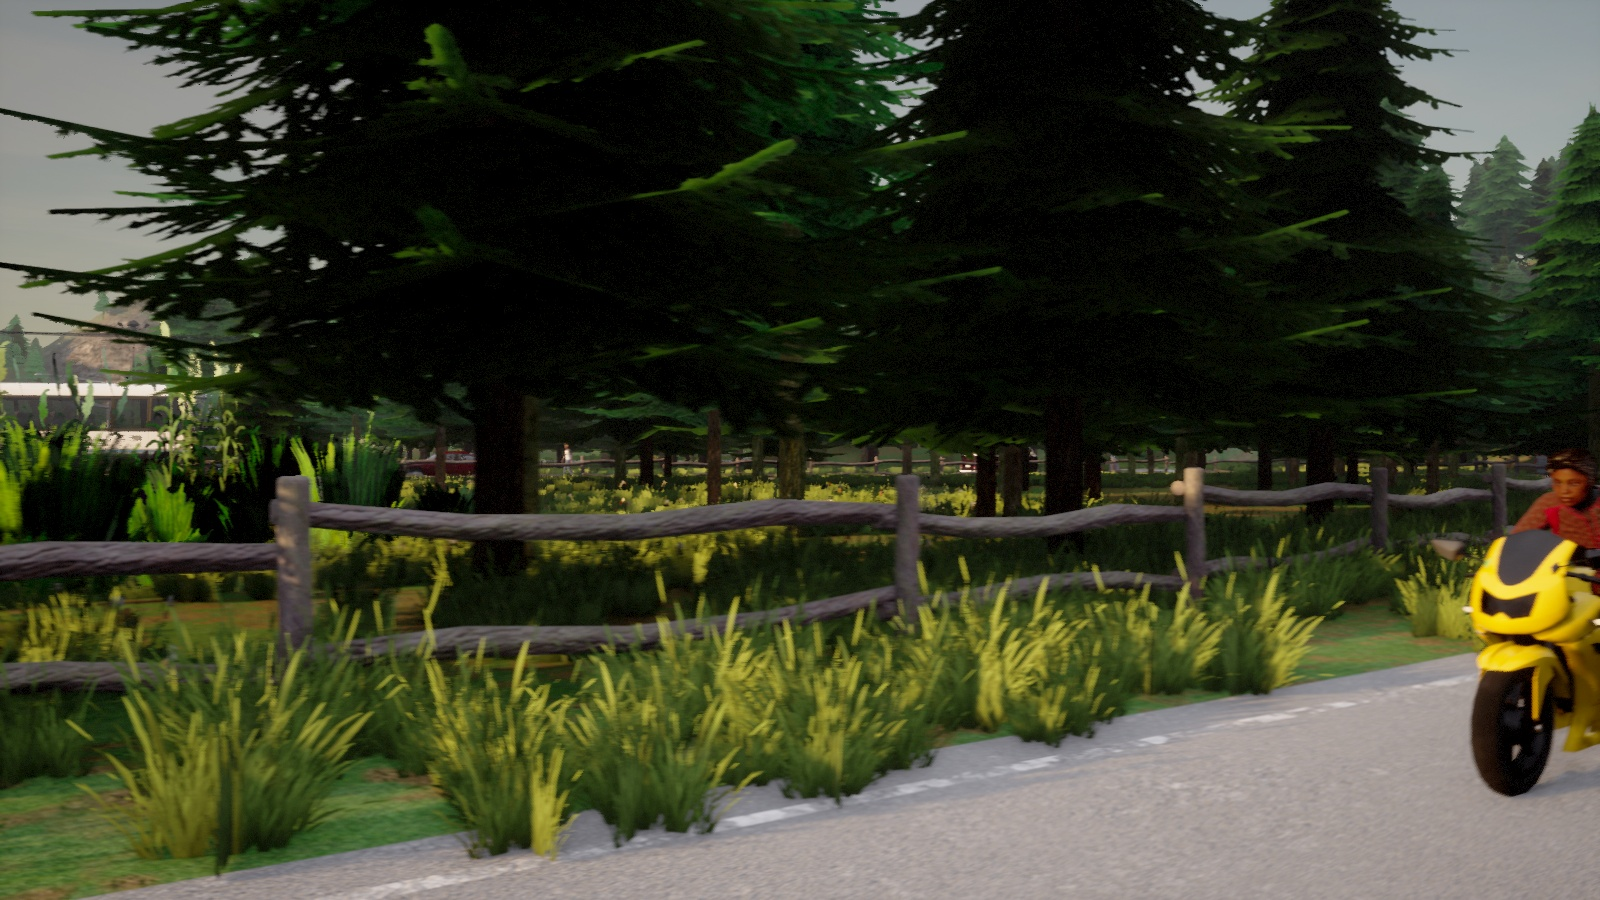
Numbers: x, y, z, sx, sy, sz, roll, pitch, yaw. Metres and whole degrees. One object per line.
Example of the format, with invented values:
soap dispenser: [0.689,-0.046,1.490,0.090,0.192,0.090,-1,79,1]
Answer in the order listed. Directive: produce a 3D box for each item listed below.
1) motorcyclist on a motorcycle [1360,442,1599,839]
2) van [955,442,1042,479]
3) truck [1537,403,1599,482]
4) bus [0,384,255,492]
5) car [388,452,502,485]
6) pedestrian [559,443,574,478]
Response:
motorcyclist on a motorcycle: [3.509,0.733,5.743,2.044,1.523,0.797,0,0,-36]
van: [11.215,0.591,70.816,4.480,2.038,2.069,0,0,-27]
truck: [40.240,-0.355,61.200,2.891,3.827,8.468,0,0,-7]
bus: [-28.390,-0.479,51.588,10.273,4.253,3.944,0,0,-7]
car: [-17.048,0.871,60.275,5.008,1.535,1.882,0,0,-26]
pedestrian: [-12.412,0.559,66.762,0.706,1.836,0.354,0,0,-29]
